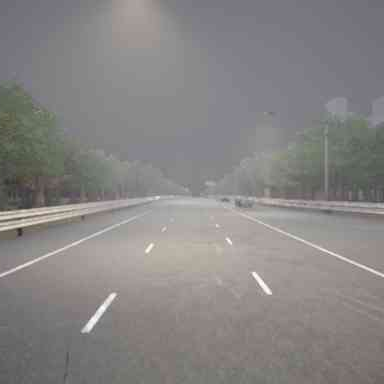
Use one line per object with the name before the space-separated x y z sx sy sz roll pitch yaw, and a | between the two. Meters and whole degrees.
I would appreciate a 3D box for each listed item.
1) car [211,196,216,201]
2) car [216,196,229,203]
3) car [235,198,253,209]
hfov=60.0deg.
car | 7.065 1.730 89.881 2.128 1.511 4.902 0 0 0
car | 7.021 1.644 72.868 1.837 1.490 4.892 0 0 0
car | 7.393 1.593 47.907 2.128 1.511 4.902 0 0 -3
